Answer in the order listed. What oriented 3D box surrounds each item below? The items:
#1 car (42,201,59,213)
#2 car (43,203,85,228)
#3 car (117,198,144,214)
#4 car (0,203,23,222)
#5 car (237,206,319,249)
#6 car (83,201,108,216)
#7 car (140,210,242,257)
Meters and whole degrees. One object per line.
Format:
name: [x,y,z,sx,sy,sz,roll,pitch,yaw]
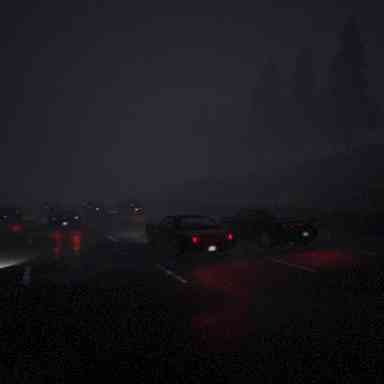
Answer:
car: [-15.529,1.622,36.659,1.895,1.301,4.718,-1,0,-25]
car: [-8.561,1.599,21.941,1.895,1.301,4.718,-1,0,-25]
car: [-6.269,1.395,33.455,1.837,1.490,4.892,-1,0,-25]
car: [-14.416,1.593,26.128,1.812,1.442,4.674,-1,0,-25]
car: [2.953,1.338,13.971,1.882,1.535,5.008,-1,0,-25]
car: [-9.439,1.514,31.973,1.994,1.385,4.181,-1,0,-25]
car: [-0.314,1.522,12.700,1.895,1.301,4.718,-1,0,-25]
